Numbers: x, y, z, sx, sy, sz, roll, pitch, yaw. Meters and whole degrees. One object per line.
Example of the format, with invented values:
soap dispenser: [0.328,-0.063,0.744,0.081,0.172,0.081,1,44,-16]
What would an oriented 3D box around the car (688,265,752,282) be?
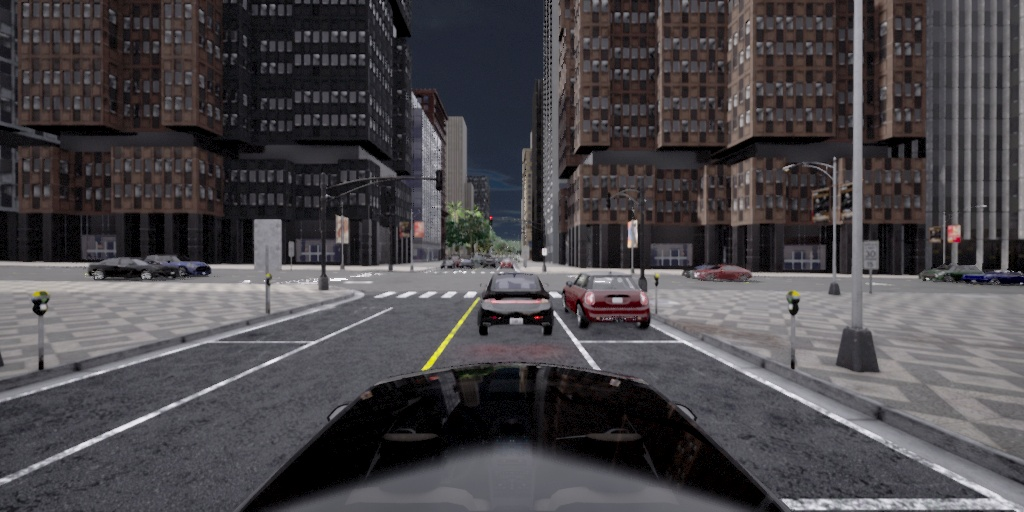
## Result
car: [18.438,1.504,31.415,4.674,1.442,1.812,1,0,0]

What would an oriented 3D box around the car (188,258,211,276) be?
car: [-25.938,0.712,27.571,4.553,1.767,2.097,1,0,0]

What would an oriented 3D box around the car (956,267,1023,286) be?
car: [42.906,1.937,31.591,4.718,1.301,1.895,1,0,0]

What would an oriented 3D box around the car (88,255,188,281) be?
car: [-25.536,0.852,24.325,5.008,1.535,1.882,1,0,-1]

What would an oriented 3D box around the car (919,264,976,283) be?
car: [42.648,1.673,34.840,4.553,1.767,2.097,1,0,0]

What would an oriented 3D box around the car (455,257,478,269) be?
car: [-6.611,1.198,52.808,2.033,1.411,5.357,0,0,0]

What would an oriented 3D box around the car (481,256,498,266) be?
car: [-3.464,1.156,57.324,1.837,1.490,4.892,0,0,-1]

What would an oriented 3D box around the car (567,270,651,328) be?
car: [2.734,1.170,11.248,1.967,1.591,4.097,0,0,0]

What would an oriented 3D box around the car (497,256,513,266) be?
car: [-0.762,1.091,52.629,1.967,1.591,4.097,0,0,-1]

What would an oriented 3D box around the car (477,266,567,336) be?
car: [0.076,1.223,10.360,2.128,1.511,4.902,0,0,-1]

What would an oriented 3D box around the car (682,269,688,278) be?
car: [18.793,1.537,34.668,4.181,1.385,1.994,1,0,0]

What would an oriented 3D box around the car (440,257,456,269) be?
car: [-9.287,1.217,52.550,1.948,1.339,4.313,0,0,-1]
